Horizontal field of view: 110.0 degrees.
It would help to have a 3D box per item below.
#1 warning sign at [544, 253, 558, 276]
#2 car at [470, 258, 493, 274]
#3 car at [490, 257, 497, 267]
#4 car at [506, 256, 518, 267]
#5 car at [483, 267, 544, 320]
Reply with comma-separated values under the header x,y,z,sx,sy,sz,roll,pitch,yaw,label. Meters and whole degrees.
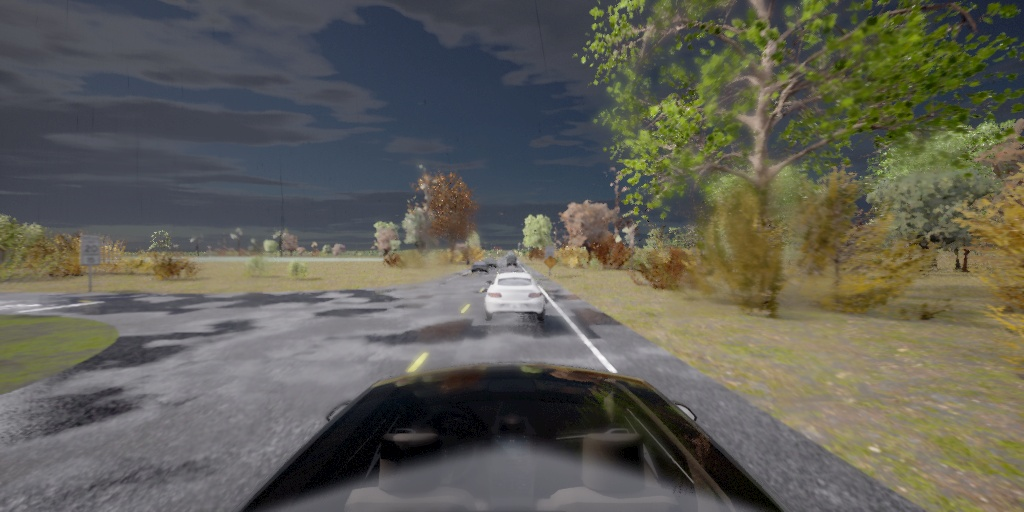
x,y,z,sx,sy,sz,roll,pitch,yaw,label
3.544,0.853,33.014,1.300,1.860,1.060,0,0,0,warning sign
-3.600,1.278,41.279,2.033,1.411,5.357,0,0,0,car
-3.565,1.062,57.895,2.097,1.767,4.553,0,0,0,car
-0.011,1.202,64.297,1.837,1.490,4.892,0,0,0,car
0.084,1.271,12.502,1.812,1.442,4.674,0,0,0,car
